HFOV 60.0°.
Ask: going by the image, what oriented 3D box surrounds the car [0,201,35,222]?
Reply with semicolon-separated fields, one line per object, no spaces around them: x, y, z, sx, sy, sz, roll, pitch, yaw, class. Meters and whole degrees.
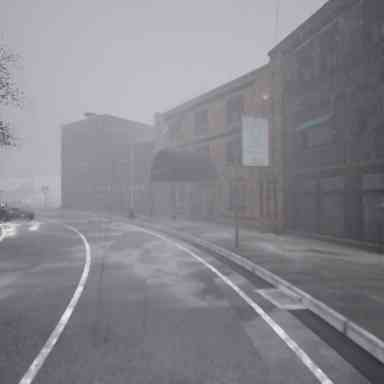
-13.597;1.427;25.552;1.812;1.442;4.674;0;0;-41;car
